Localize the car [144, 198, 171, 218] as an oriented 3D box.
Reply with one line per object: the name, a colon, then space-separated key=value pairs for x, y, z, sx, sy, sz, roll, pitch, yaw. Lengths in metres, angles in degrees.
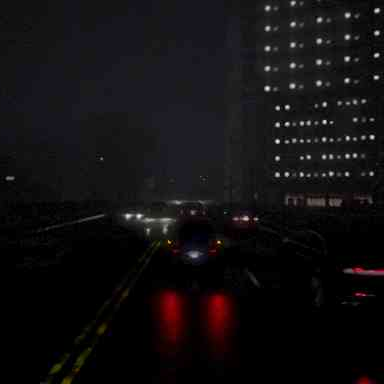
car: x=-3.324 y=1.702 z=33.644 sx=1.882 sy=1.535 sz=5.008 roll=0 pitch=-1 yaw=0

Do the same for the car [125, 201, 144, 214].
car: x=-6.535 y=1.814 z=39.394 sx=2.033 sy=1.411 sz=5.357 roll=0 pitch=0 yaw=1

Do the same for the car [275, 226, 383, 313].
car: x=3.300 y=1.541 z=7.764 sx=2.128 sy=1.511 sz=4.902 roll=0 pitch=0 yaw=0

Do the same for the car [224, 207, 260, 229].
car: x=3.298 y=1.694 z=22.627 sx=2.033 sy=1.411 sz=5.357 roll=0 pitch=0 yaw=0

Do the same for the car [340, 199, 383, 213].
car: x=23.018 y=1.958 z=45.746 sx=5.009 sy=1.841 sz=2.192 roll=0 pitch=1 yaw=20

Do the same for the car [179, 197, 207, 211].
car: x=0.071 y=1.521 z=25.753 sx=2.097 sy=1.767 sz=4.553 roll=0 pitch=0 yaw=0

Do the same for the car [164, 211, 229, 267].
car: x=0.075 y=1.600 z=11.597 sx=1.812 sy=1.442 sz=4.674 roll=0 pitch=-1 yaw=0
